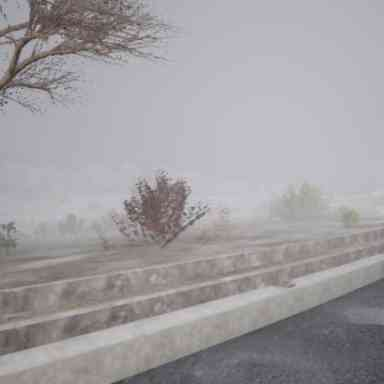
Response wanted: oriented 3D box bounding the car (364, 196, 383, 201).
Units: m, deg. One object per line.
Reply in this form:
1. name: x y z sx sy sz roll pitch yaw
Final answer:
1. car: 44.329 1.551 82.105 1.994 1.385 4.181 0 0 0
